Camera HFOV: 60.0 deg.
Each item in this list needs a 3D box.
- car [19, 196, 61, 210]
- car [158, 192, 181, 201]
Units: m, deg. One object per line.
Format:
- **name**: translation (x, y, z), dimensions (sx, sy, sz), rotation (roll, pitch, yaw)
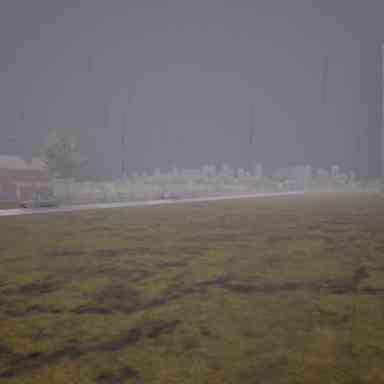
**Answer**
- **car**: translation (-16.681, 1.158, 36.566), dimensions (1.994, 1.385, 4.181), rotation (1, 2, 36)
- **car**: translation (-3.663, 0.701, 54.559), dimensions (1.994, 1.385, 4.181), rotation (1, 2, 36)
